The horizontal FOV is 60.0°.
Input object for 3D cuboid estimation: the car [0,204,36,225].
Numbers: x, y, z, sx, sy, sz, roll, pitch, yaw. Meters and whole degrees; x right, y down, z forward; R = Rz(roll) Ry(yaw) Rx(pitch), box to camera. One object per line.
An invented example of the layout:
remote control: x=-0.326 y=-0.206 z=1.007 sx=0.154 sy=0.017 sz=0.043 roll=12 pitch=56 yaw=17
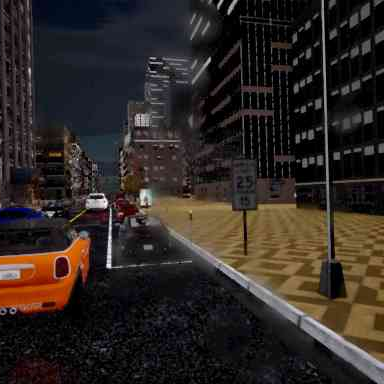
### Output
car: x=-13.921 y=1.720 z=26.602 sx=1.802 sy=1.307 sz=4.206 roll=-1 pitch=0 yaw=-14

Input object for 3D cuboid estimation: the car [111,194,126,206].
car: x=-12.323 y=1.207 z=55.588 sx=2.192 sy=1.841 sz=5.009 roll=-1 pitch=0 yaw=-14

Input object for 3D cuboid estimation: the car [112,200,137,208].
car: x=-4.471 y=1.502 z=23.169 sx=1.802 sy=1.307 sz=4.206 roll=-1 pitch=0 yaw=-14

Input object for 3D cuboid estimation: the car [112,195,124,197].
car: x=-8.435 y=1.431 z=39.544 sx=1.752 sy=1.417 sz=4.829 roll=-1 pitch=0 yaw=-14

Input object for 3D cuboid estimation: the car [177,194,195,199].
car: x=-1.806 y=1.135 z=89.294 sx=4.097 sy=1.590 sz=1.967 roll=-1 pitch=-1 yaw=-14

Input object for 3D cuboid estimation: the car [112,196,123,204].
car: x=-13.627 y=1.433 z=60.993 sx=1.887 sy=1.381 sz=4.507 roll=-1 pitch=0 yaw=-14

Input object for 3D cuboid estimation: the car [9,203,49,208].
car: x=-8.921 y=1.556 z=16.907 sx=1.882 sy=1.535 sz=5.008 roll=-2 pitch=0 yaw=-13

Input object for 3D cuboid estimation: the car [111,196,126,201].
car: x=-7.087 y=1.455 z=33.976 sx=1.887 sy=1.381 sz=4.507 roll=-1 pitch=0 yaw=-14

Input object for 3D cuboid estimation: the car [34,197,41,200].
car: x=-38.759 y=1.659 z=80.017 sx=4.507 sy=1.381 sz=1.887 roll=-1 pitch=-1 yaw=-14

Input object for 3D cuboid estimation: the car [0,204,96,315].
car: x=-3.444 y=1.357 z=7.445 sx=2.097 sy=1.767 sz=4.553 roll=-2 pitch=0 yaw=-14

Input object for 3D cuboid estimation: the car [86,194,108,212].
car: x=-10.645 y=1.199 z=37.399 sx=2.150 sy=2.045 sz=5.566 roll=-2 pitch=0 yaw=-13

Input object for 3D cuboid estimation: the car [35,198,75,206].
car: x=-11.741 y=1.558 z=28.617 sx=2.128 sy=1.511 sz=4.902 roll=-2 pitch=1 yaw=-13

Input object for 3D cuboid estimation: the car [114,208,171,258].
car: x=-1.855 y=1.480 z=12.362 sx=2.008 sy=1.369 sz=4.403 roll=-1 pitch=0 yaw=-14

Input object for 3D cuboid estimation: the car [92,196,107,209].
car: x=-13.114 y=1.448 z=47.404 sx=1.882 sy=1.535 sz=5.008 roll=-2 pitch=0 yaw=-13
